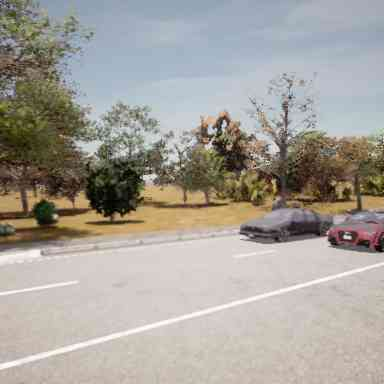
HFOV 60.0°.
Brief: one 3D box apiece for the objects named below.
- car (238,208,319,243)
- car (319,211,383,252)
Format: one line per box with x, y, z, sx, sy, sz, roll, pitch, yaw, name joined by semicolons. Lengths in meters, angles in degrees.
4.734;1.488;15.970;5.357;1.411;2.033;0;0;-36;car
7.423;1.501;13.588;4.181;1.385;1.994;0;0;-35;car
